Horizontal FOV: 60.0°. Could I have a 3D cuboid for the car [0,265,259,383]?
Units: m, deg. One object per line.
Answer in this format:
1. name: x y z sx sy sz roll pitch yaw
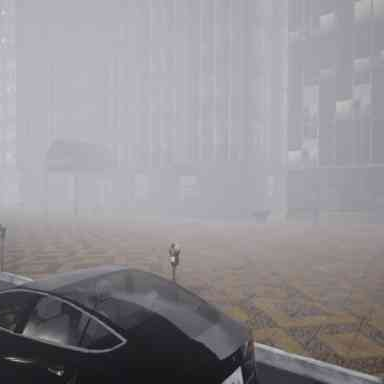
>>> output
1. car: -1.374 1.565 3.835 4.313 1.339 1.947 0 1 35
